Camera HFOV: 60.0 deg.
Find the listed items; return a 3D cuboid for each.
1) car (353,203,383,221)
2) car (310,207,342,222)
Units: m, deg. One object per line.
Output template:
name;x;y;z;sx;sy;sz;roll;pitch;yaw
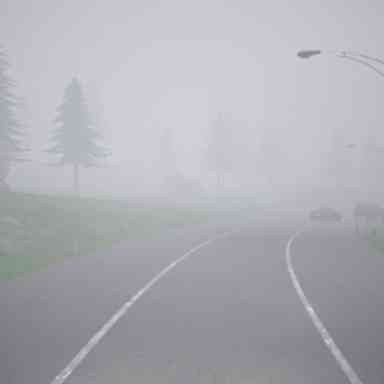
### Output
car;22.470;2.539;41.710;5.566;2.045;2.150;4;0;-35
car;13.707;2.251;33.863;1.994;1.385;4.181;3;-1;43
